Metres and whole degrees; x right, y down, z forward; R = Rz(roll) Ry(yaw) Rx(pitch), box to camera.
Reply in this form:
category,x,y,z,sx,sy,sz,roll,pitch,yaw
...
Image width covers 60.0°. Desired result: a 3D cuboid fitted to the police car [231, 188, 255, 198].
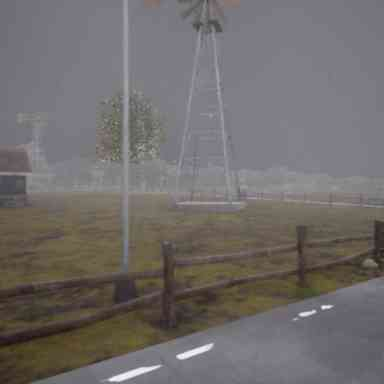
category,x,y,z,sx,sy,sz,roll,pitch,yaw
police car,8.696,0.181,57.263,2.038,1.542,4.974,0,2,-36
